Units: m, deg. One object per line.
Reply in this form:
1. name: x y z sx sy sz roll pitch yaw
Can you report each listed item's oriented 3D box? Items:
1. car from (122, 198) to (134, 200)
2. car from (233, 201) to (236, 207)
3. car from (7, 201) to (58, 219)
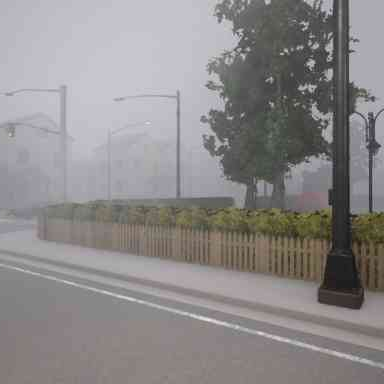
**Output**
1. car: -7.317 1.491 38.004 2.128 1.511 4.902 0 0 35
2. car: 4.909 1.564 49.111 1.994 1.385 4.181 0 0 35
3. car: -13.259 1.547 29.458 2.033 1.411 5.357 0 0 35
